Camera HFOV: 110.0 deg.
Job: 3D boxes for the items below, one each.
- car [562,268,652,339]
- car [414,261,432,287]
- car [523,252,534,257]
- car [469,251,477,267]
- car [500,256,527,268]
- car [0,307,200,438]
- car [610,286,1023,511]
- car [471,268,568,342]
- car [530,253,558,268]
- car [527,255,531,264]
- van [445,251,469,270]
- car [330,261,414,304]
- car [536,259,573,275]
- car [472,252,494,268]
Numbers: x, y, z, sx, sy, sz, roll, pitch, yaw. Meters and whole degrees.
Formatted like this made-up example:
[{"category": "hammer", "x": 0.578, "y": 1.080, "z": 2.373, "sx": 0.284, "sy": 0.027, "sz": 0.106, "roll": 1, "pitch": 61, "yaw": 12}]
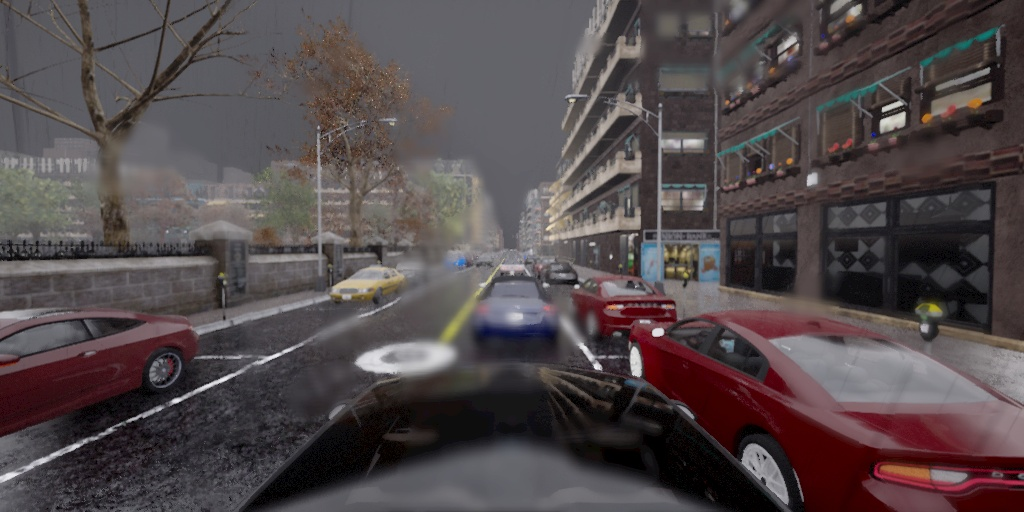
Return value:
[{"category": "car", "x": 2.673, "y": 1.163, "z": 9.473, "sx": 1.888, "sy": 1.381, "sz": 4.507, "roll": 0, "pitch": 0, "yaw": 0}, {"category": "car", "x": -5.733, "y": 0.982, "z": 20.522, "sx": 2.007, "sy": 1.370, "sz": 4.403, "roll": 0, "pitch": 0, "yaw": 0}, {"category": "car", "x": 2.583, "y": 0.534, "z": 48.214, "sx": 1.948, "sy": 1.339, "sz": 4.313, "roll": 0, "pitch": 0, "yaw": 0}, {"category": "car", "x": -5.785, "y": 0.376, "z": 42.659, "sx": 2.192, "sy": 1.841, "sz": 5.009, "roll": 0, "pitch": 0, "yaw": 0}, {"category": "car", "x": 0.033, "y": 0.885, "z": 29.332, "sx": 1.895, "sy": 1.301, "sz": 4.718, "roll": 0, "pitch": 1, "yaw": 1}, {"category": "car", "x": -5.694, "y": 1.295, "z": 3.919, "sx": 1.802, "sy": 1.307, "sz": 4.207, "roll": 0, "pitch": 0, "yaw": 0}, {"category": "car", "x": 2.686, "y": 1.257, "z": 3.939, "sx": 1.888, "sy": 1.381, "sz": 4.507, "roll": 0, "pitch": 0, "yaw": 0}, {"category": "car", "x": 0.082, "y": 1.185, "z": 9.300, "sx": 1.994, "sy": 1.385, "sz": 4.181, "roll": 0, "pitch": 1, "yaw": 0}, {"category": "car", "x": 2.634, "y": 0.778, "z": 26.076, "sx": 1.967, "sy": 1.591, "sz": 4.097, "roll": 0, "pitch": 0, "yaw": 0}, {"category": "car", "x": 2.621, "y": 0.811, "z": 31.611, "sx": 1.948, "sy": 1.339, "sz": 4.313, "roll": 0, "pitch": 0, "yaw": 0}, {"category": "van", "x": -5.772, "y": 0.494, "z": 37.124, "sx": 1.690, "sy": 1.789, "sz": 3.998, "roll": 0, "pitch": 0, "yaw": 0}, {"category": "car", "x": -5.720, "y": 1.050, "z": 14.817, "sx": 1.751, "sy": 1.417, "sz": 4.829, "roll": 0, "pitch": 0, "yaw": 0}, {"category": "car", "x": 2.647, "y": 0.997, "z": 20.542, "sx": 1.948, "sy": 1.339, "sz": 4.313, "roll": 0, "pitch": 0, "yaw": 0}, {"category": "car", "x": -3.119, "y": 0.584, "z": 41.687, "sx": 1.837, "sy": 1.490, "sz": 4.892, "roll": 0, "pitch": 0, "yaw": 0}]
